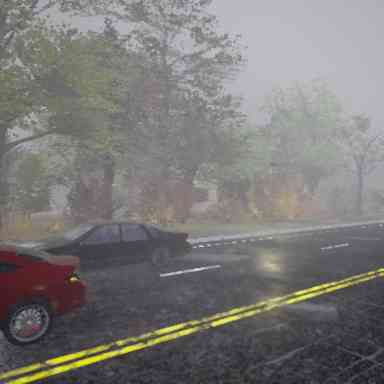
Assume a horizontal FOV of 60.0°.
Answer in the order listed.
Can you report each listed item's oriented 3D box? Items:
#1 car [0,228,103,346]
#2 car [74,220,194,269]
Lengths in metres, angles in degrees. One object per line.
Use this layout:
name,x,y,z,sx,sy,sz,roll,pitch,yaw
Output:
car,-3.938,1.527,4.849,4.674,1.442,1.812,0,0,-35
car,-2.519,1.552,9.830,5.357,1.411,2.033,0,0,-35
